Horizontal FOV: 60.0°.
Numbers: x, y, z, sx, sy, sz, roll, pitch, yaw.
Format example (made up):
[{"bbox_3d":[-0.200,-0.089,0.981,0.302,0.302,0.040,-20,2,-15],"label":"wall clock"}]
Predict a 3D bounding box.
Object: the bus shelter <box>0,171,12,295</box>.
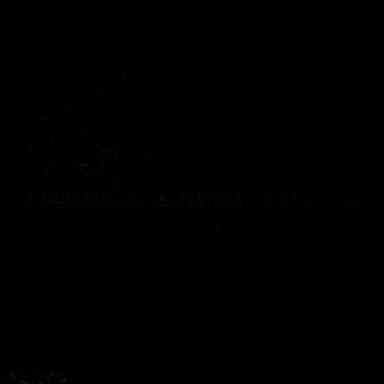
[{"bbox_3d":[-6.264,0.873,7.900,3.880,2.740,1.920,1,0,36],"label":"bus shelter"}]
